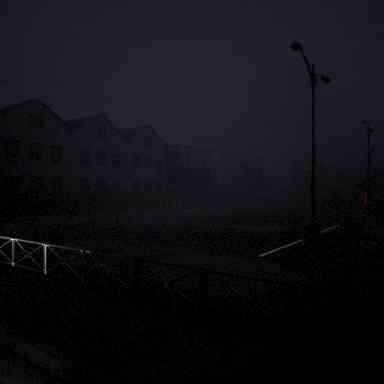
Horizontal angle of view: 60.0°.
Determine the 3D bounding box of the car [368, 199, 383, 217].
[{"bbox_3d":[15.494,1.298,26.768,2.007,1.523,4.514,0,0,35],"label":"car"}]
